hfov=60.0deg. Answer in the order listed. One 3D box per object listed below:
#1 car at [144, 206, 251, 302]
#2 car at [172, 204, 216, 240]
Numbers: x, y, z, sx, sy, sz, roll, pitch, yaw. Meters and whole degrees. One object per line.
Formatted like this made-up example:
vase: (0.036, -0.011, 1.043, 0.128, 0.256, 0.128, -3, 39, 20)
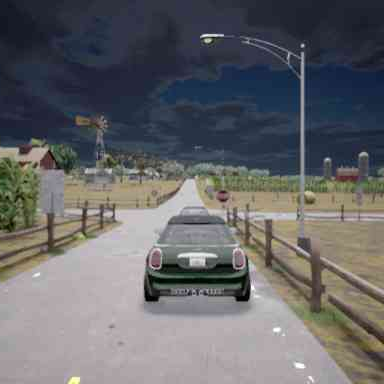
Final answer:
car: (0.101, 1.320, 8.345, 2.097, 1.767, 4.553, 0, 0, 0)
car: (0.135, 1.477, 17.891, 2.033, 1.411, 5.357, 0, 0, 1)
